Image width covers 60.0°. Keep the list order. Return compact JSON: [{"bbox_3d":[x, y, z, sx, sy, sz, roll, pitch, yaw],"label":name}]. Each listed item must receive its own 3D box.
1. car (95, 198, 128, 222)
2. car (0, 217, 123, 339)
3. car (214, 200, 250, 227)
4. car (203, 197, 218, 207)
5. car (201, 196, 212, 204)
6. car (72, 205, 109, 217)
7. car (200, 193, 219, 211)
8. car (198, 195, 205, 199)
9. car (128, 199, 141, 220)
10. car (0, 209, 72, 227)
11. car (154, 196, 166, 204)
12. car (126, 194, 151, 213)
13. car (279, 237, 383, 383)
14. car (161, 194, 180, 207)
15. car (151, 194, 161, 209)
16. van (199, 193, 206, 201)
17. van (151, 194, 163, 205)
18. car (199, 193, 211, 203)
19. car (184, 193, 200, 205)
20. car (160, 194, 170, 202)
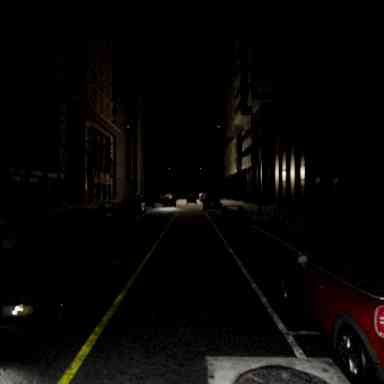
[{"bbox_3d":[-5.800,1.395,22.142,1.967,1.590,4.097,0,0,0],"label":"car"},{"bbox_3d":[-3.114,1.533,7.124,2.033,1.411,5.357,0,0,0],"label":"car"},{"bbox_3d":[2.725,1.501,22.169,1.887,1.381,4.507,0,0,0],"label":"car"},{"bbox_3d":[2.674,1.456,50.179,2.008,1.369,4.403,0,0,0],"label":"car"},{"bbox_3d":[2.653,1.470,61.384,1.802,1.307,4.206,0,0,0],"label":"car"},{"bbox_3d":[-5.791,1.532,16.541,1.947,1.339,4.313,0,0,0],"label":"car"},{"bbox_3d":[2.316,1.277,38.795,2.097,1.767,4.553,0,0,0],"label":"car"},{"bbox_3d":[2.592,1.429,94.997,1.802,1.307,4.206,0,0,0],"label":"car"},{"bbox_3d":[-5.811,1.510,27.744,1.947,1.339,4.313,0,0,0],"label":"car"},{"bbox_3d":[-5.780,1.418,10.939,1.967,1.590,4.097,0,0,0],"label":"car"},{"bbox_3d":[-5.871,1.413,61.184,1.752,1.417,4.829,0,0,0],"label":"car"},{"bbox_3d":[-5.820,1.248,33.346,2.192,1.841,5.009,0,0,0],"label":"car"},{"bbox_3d":[2.756,1.429,5.363,1.967,1.590,4.097,0,0,0],"label":"car"},{"bbox_3d":[-3.173,1.399,47.625,2.128,1.511,4.902,0,0,0],"label":"car"},{"bbox_3d":[-5.840,1.228,44.549,2.192,1.841,5.009,0,0,0],"label":"car"},{"bbox_3d":[2.613,1.201,83.792,1.690,1.788,3.998,0,0,0],"label":"van"},{"bbox_3d":[-5.861,1.237,55.752,1.690,1.788,3.998,0,0,0],"label":"van"},{"bbox_3d":[2.644,1.196,66.986,2.192,1.841,5.009,0,0,0],"label":"car"},{"bbox_3d":[-0.105,1.371,57.604,1.882,1.535,5.008,0,0,0],"label":"car"},{"bbox_3d":[-5.892,1.313,72.558,1.967,1.590,4.097,0,0,0],"label":"car"}]
